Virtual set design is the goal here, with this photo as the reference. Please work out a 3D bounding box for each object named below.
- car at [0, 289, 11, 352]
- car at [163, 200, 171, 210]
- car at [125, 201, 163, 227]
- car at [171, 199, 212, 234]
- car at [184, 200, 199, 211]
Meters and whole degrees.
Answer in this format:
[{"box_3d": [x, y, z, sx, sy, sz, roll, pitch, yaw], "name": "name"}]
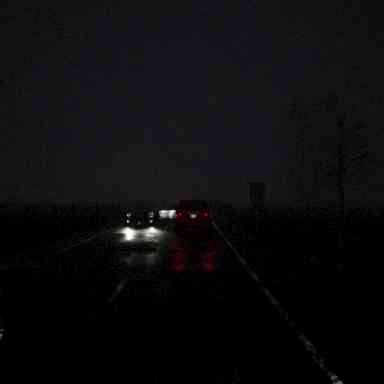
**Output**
[{"box_3d": [-3.603, 1.596, 3.094, 1.994, 1.385, 4.181, 0, -1, 0], "name": "car"}, {"box_3d": [-3.590, 1.997, 51.123, 2.128, 1.511, 4.902, 0, -1, 0], "name": "car"}, {"box_3d": [-3.630, 1.601, 25.123, 2.097, 1.767, 4.553, 0, -1, 0], "name": "car"}, {"box_3d": [0.072, 1.428, 20.738, 2.150, 2.045, 5.566, 0, -1, 0], "name": "car"}, {"box_3d": [-0.062, 1.982, 49.612, 2.128, 1.511, 4.902, 0, 0, 0], "name": "car"}]
